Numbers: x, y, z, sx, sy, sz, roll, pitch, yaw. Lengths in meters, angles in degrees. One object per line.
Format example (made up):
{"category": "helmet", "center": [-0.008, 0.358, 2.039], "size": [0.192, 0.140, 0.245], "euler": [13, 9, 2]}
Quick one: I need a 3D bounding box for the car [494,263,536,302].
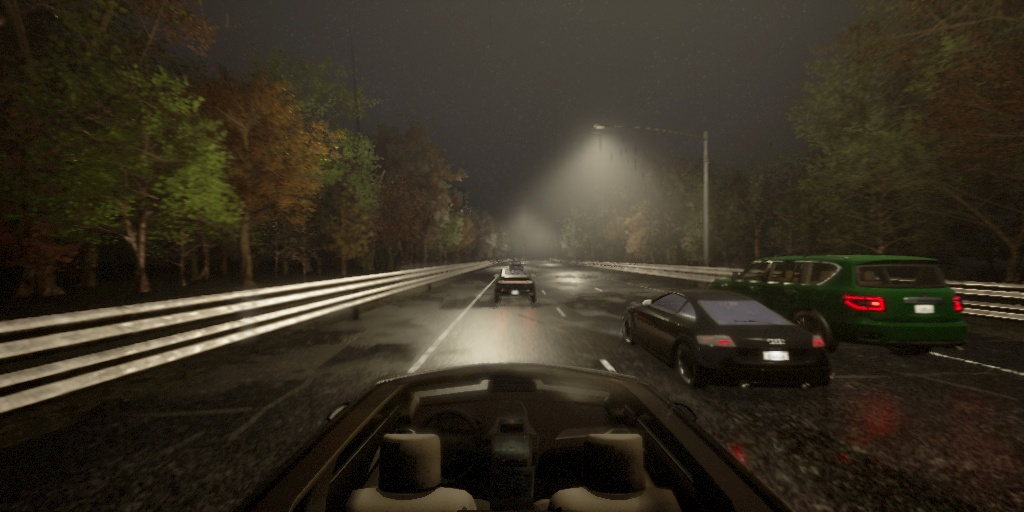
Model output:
{"category": "car", "center": [0.156, 1.297, 17.308], "size": [2.128, 1.511, 4.902], "euler": [0, 0, 0]}

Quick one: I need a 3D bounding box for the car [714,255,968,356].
{"category": "car", "center": [7.100, 1.005, 8.845], "size": [2.150, 2.045, 5.566], "euler": [0, 0, 0]}

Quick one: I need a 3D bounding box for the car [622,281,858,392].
{"category": "car", "center": [3.607, 1.336, 6.897], "size": [1.994, 1.385, 4.181], "euler": [0, 0, 0]}
